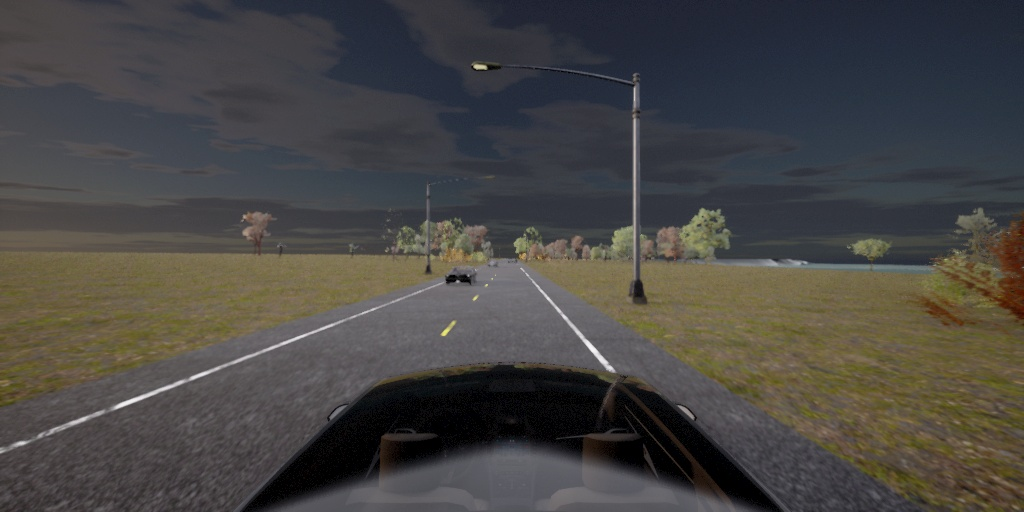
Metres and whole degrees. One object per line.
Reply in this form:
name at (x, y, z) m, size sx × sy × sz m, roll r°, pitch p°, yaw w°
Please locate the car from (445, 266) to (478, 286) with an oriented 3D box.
car at (-3.628, 1.406, 26.205) m, size 1.895 × 1.301 × 4.718 m, roll 0°, pitch 0°, yaw 0°
